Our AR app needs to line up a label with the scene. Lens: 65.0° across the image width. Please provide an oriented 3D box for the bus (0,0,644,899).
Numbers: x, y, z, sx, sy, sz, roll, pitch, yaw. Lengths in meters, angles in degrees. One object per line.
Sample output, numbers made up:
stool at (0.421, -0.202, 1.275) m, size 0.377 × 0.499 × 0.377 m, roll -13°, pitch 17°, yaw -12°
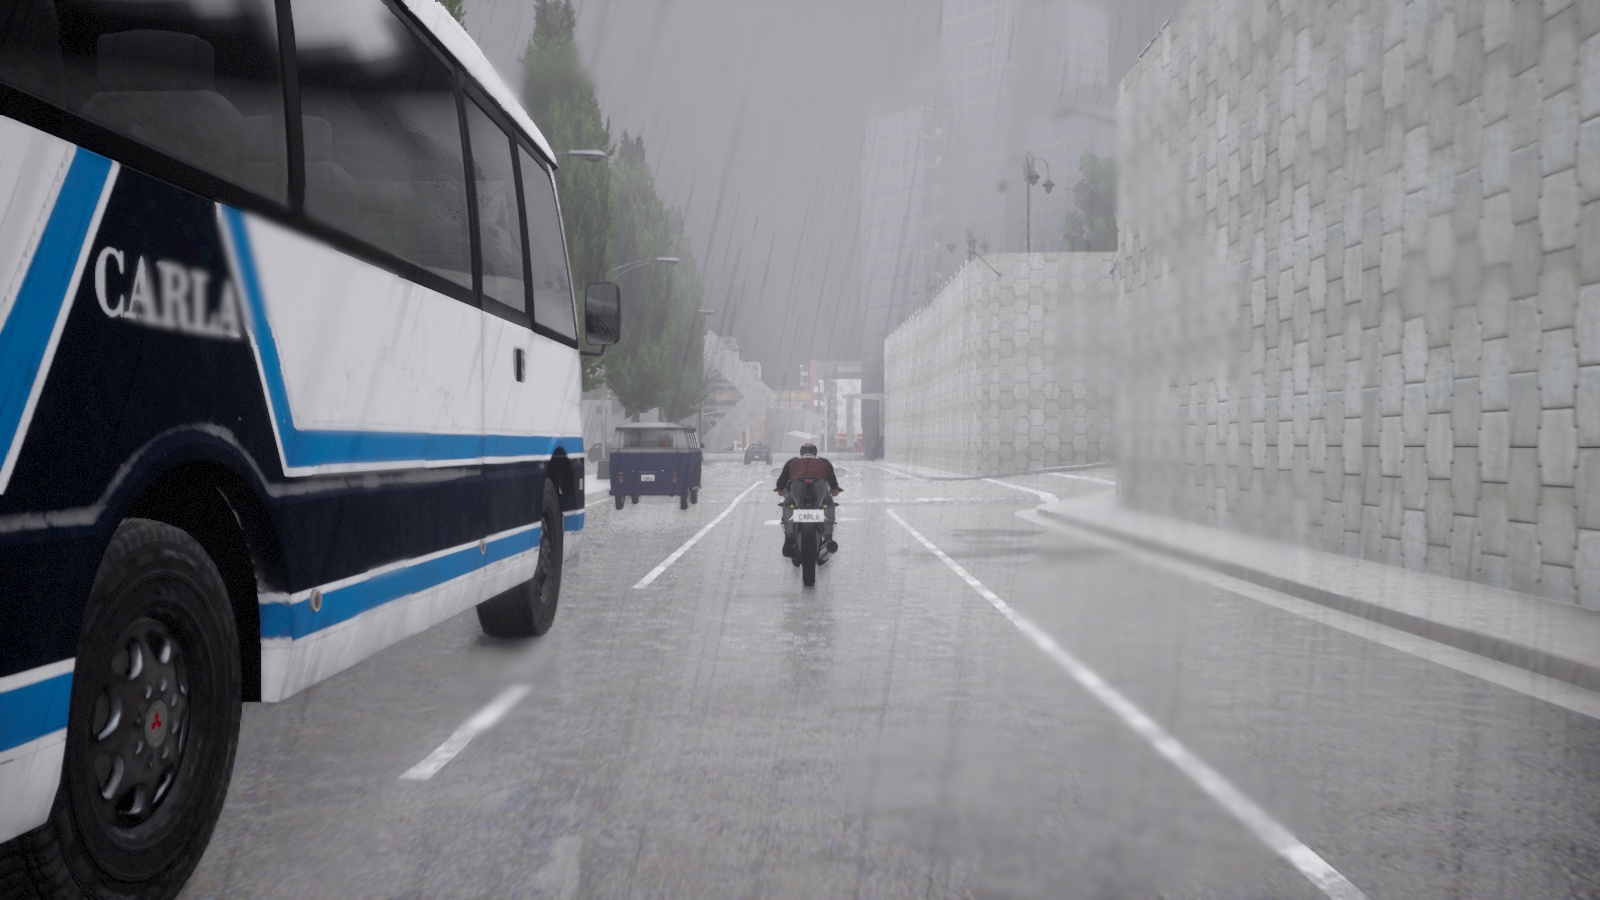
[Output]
bus at (-3.447, -0.669, 6.491) m, size 3.944 × 4.253 × 10.273 m, roll 0°, pitch 0°, yaw 0°

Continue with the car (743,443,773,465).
car at (-2.888, 0.266, 87.262) m, size 1.816 × 1.474 × 4.193 m, roll 0°, pitch 0°, yaw 2°

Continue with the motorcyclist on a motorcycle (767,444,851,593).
motorcyclist on a motorcycle at (0.095, 0.702, 14.070) m, size 0.866 × 1.530 × 2.191 m, roll 0°, pitch 0°, yaw 0°

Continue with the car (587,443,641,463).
car at (-14.071, 0.213, 95.062) m, size 3.633 × 1.501 × 1.845 m, roll 0°, pitch 0°, yaw 18°

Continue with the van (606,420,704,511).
van at (-3.317, 0.330, 29.537) m, size 1.775 × 1.987 × 4.442 m, roll 0°, pitch 0°, yaw 0°
